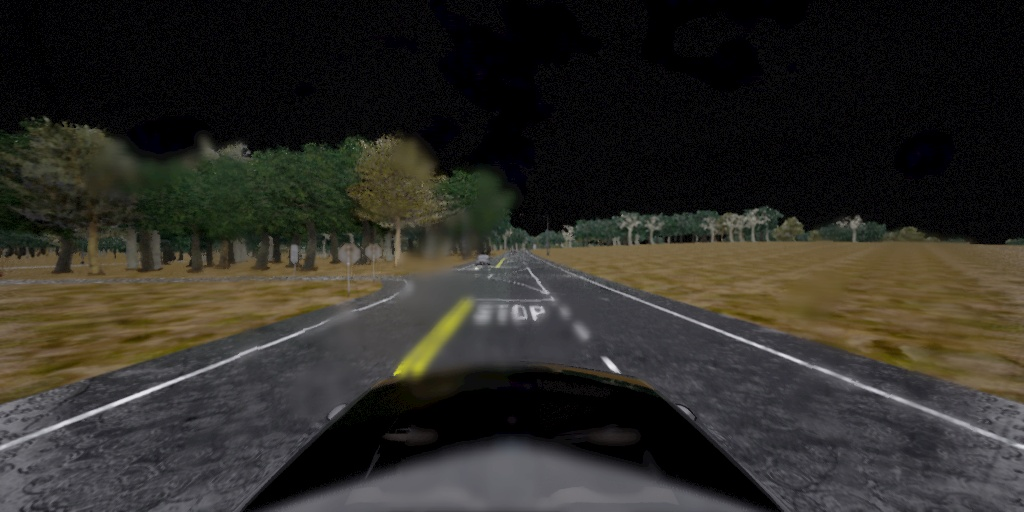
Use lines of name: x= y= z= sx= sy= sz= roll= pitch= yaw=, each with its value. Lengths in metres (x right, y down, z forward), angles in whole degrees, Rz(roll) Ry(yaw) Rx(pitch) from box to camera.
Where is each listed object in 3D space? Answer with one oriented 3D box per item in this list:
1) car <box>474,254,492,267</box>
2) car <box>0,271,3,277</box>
car: x=-3.477 y=0.546 z=44.198 sx=1.837 sy=1.490 sz=4.892 roll=0 pitch=1 yaw=0
car: x=-48.301 y=1.613 z=31.529 sx=4.718 sy=1.301 sz=1.895 roll=-1 pitch=-1 yaw=1
